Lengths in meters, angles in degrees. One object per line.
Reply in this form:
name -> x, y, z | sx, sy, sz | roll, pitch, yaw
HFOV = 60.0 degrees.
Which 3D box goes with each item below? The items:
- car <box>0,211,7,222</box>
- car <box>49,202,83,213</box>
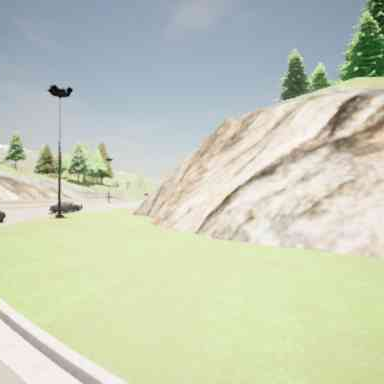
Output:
car -> -16.076, 1.759, 25.752 | 1.994, 1.385, 4.181 | 0, -1, -9
car -> -15.787, 1.909, 41.859 | 2.033, 1.411, 5.357 | 0, -1, 9
